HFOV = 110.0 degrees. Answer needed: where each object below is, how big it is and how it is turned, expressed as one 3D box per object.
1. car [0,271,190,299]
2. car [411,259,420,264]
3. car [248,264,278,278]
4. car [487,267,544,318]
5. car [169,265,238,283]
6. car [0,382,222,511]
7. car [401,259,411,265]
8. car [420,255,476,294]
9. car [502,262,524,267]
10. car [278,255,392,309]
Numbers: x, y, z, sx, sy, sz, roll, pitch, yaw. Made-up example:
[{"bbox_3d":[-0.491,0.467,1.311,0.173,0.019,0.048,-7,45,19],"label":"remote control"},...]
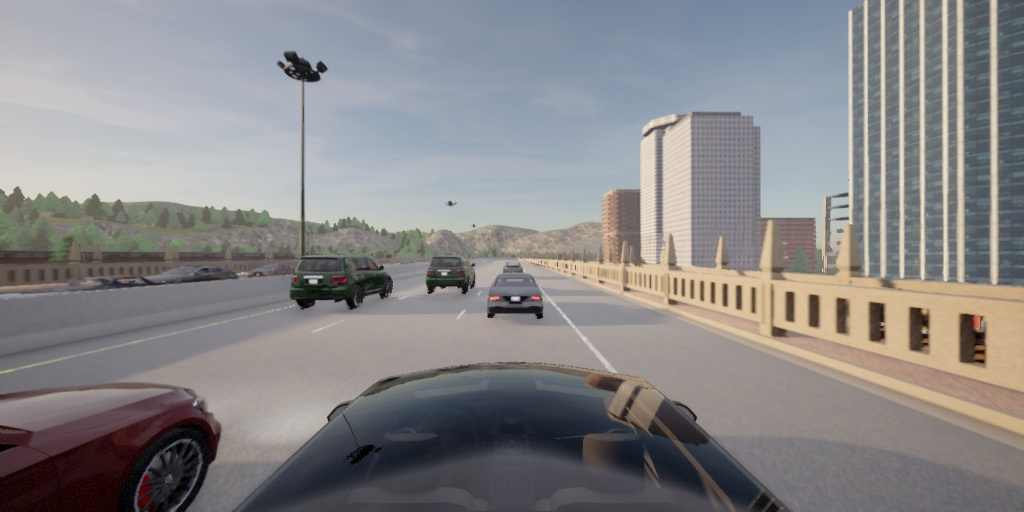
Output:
[{"bbox_3d":[-14.096,1.359,12.155,1.895,1.301,4.718,0,0,0],"label":"car"},{"bbox_3d":[-13.991,1.238,57.094,2.097,1.767,4.553,0,0,0],"label":"car"},{"bbox_3d":[-21.071,1.358,31.694,1.994,1.385,4.181,0,0,0],"label":"car"},{"bbox_3d":[0.101,1.306,13.027,2.033,1.411,5.357,0,0,0],"label":"car"},{"bbox_3d":[-17.590,1.260,19.780,2.128,1.511,4.902,0,0,0],"label":"car"},{"bbox_3d":[-3.412,1.276,1.109,1.812,1.442,4.674,0,0,0],"label":"car"},{"bbox_3d":[-17.491,1.138,61.163,1.994,1.385,4.181,0,0,0],"label":"car"},{"bbox_3d":[-3.398,0.992,20.694,2.150,2.045,5.566,0,0,0],"label":"car"},{"bbox_3d":[0.105,1.291,34.309,2.128,1.511,4.902,0,0,0],"label":"car"},{"bbox_3d":[-6.898,0.983,15.143,2.150,2.045,5.566,0,0,0],"label":"car"}]
